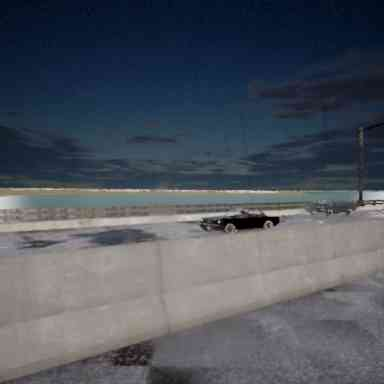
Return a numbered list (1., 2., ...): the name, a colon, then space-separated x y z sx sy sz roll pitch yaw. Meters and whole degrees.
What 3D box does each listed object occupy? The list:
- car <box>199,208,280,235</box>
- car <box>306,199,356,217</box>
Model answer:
1. car: 2.716 1.606 18.774 4.718 1.301 1.895 0 0 -35
2. car: 12.572 1.357 29.867 5.357 1.411 2.033 0 0 -35
